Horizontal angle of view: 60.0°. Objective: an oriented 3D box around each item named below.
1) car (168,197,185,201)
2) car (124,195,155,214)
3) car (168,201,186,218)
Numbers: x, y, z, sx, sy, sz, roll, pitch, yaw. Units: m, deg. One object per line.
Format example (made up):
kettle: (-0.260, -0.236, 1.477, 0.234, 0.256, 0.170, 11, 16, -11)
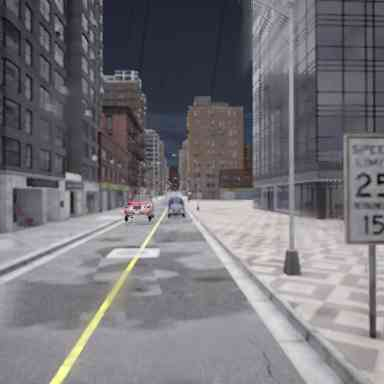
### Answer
car: (-2.179, 1.698, 45.923, 2.150, 2.045, 5.566, 0, 0, -3)
car: (-4.308, 1.204, 27.895, 2.150, 2.045, 5.566, 0, -1, -3)
car: (-1.638, 1.941, 35.258, 2.033, 1.411, 5.357, 0, -1, -3)
